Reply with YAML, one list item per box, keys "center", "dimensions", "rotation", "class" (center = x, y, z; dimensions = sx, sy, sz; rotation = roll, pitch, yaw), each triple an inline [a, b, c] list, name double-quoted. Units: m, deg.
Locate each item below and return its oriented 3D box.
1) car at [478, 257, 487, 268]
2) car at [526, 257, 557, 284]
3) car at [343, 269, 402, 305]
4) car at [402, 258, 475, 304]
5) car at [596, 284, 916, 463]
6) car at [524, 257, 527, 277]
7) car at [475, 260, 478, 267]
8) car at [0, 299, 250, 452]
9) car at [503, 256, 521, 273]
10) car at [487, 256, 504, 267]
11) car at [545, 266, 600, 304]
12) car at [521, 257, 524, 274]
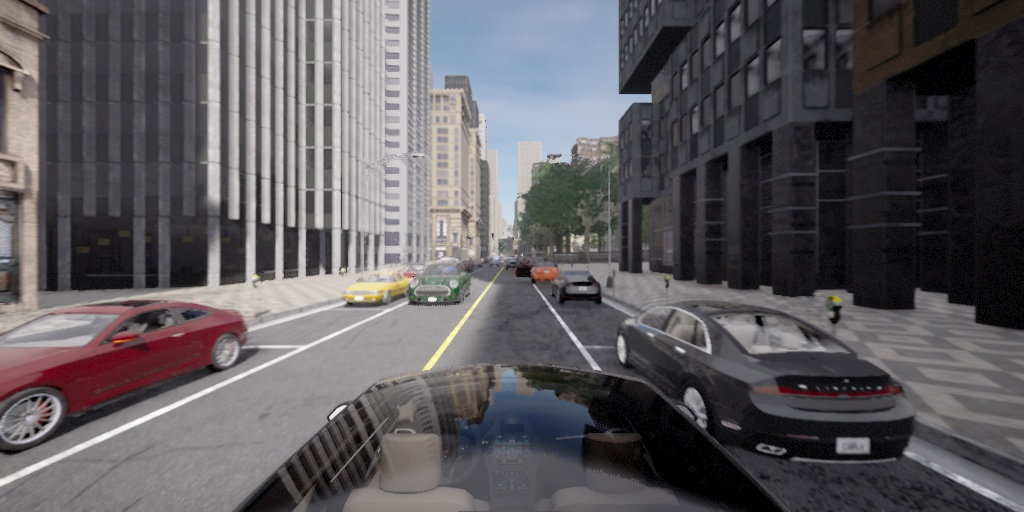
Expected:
- center: [-5.755, 1.265, 59.977]
  dimensions: [1.948, 1.339, 4.313]
  rotation: [0, 0, 0]
  class: "car"
- center: [2.393, 1.084, 26.814]
  dimensions: [2.097, 1.767, 4.553]
  rotation: [0, 0, 0]
  class: "car"
- center: [-5.760, 1.265, 15.904]
  dimensions: [1.751, 1.417, 4.829]
  rotation: [0, 0, 0]
  class: "car"
- center: [-3.096, 1.092, 16.123]
  dimensions: [2.097, 1.767, 4.553]
  rotation: [0, 0, 0]
  class: "car"
- center: [2.763, 1.298, 5.089]
  dimensions: [2.007, 1.370, 4.403]
  rotation: [0, 0, 0]
  class: "car"
- center: [2.767, 1.037, 38.010]
  dimensions: [2.192, 1.841, 5.009]
  rotation: [0, 0, 0]
  class: "car"
- center: [-5.757, 1.033, 43.512]
  dimensions: [2.192, 1.841, 5.009]
  rotation: [0, 0, 0]
  class: "car"
- center: [-5.762, 1.330, 5.098]
  dimensions: [1.802, 1.307, 4.207]
  rotation: [0, 0, 0]
  class: "car"
- center: [0.049, 1.218, 50.900]
  dimensions: [1.837, 1.490, 4.892]
  rotation: [0, 1, 1]
  class: "car"
- center: [-2.992, 1.241, 63.291]
  dimensions: [2.033, 1.411, 5.357]
  rotation: [0, 0, 0]
  class: "car"
- center: [2.765, 1.306, 16.063]
  dimensions: [1.948, 1.339, 4.313]
  rotation: [0, 0, 0]
  class: "car"
- center: [2.769, 1.028, 48.983]
  dimensions: [2.192, 1.841, 5.009]
  rotation: [0, 0, 0]
  class: "car"
